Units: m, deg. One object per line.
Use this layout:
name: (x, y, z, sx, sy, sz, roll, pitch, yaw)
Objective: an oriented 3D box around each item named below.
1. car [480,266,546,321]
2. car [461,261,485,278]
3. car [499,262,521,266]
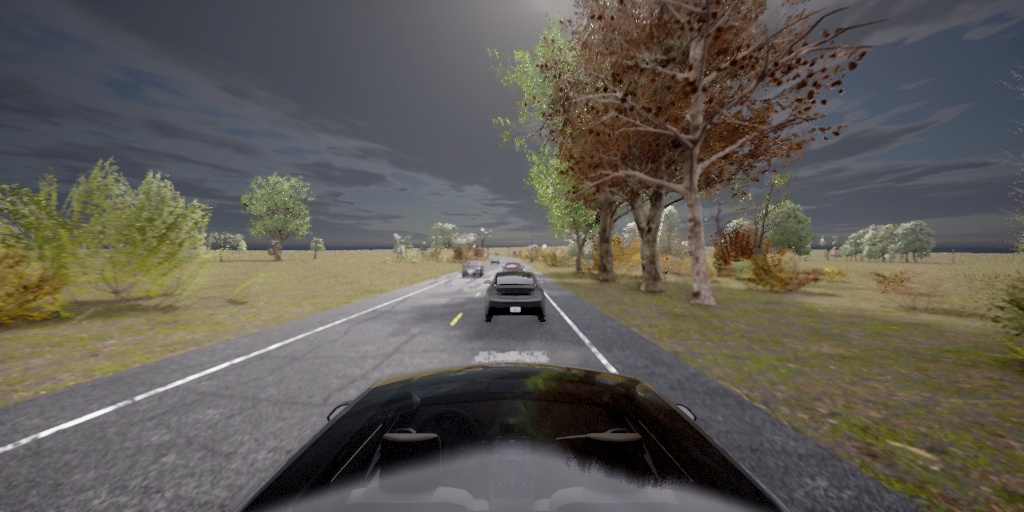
car: (0.091, 1.255, 12.460, 1.837, 1.490, 4.892, 0, 0, 0)
car: (-3.603, 1.221, 33.844, 2.128, 1.511, 4.902, 0, 0, 0)
car: (0.092, 1.262, 30.150, 1.812, 1.442, 4.674, 0, 0, 0)
